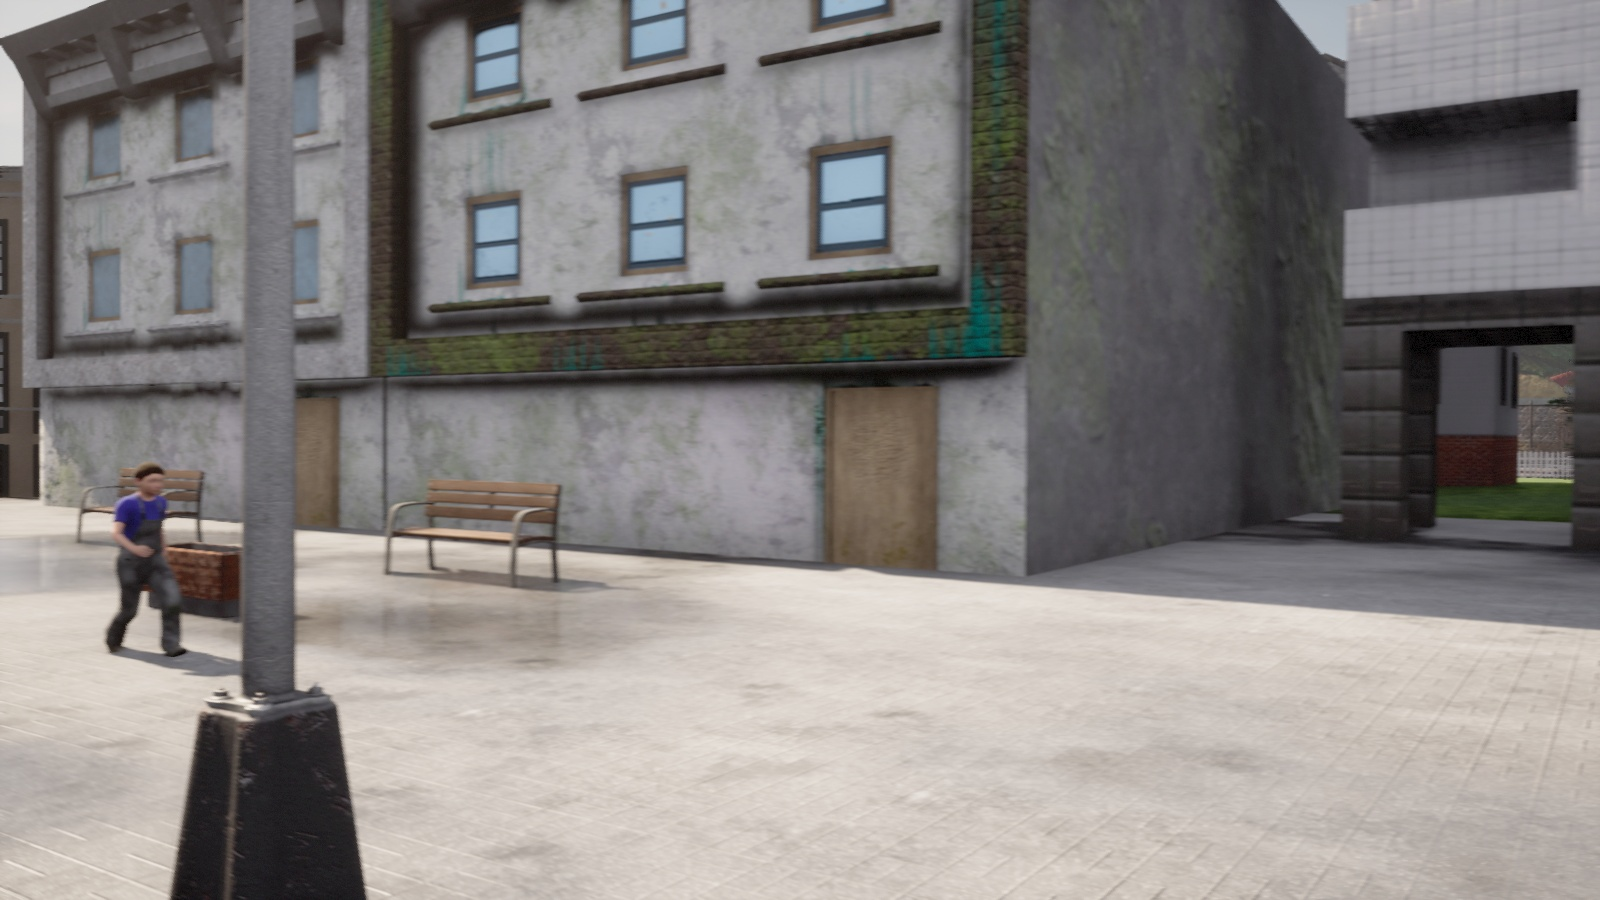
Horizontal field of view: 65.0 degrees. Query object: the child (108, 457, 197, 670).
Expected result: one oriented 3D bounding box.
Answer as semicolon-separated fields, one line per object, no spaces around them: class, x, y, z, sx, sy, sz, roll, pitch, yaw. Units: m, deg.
child;-3.962;0.677;7.684;0.437;1.263;0.270;0;1;31
